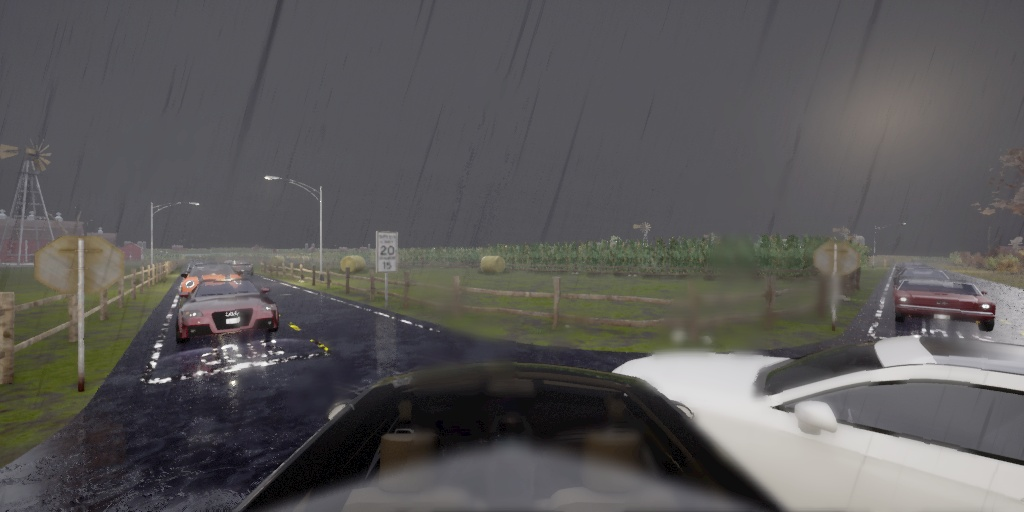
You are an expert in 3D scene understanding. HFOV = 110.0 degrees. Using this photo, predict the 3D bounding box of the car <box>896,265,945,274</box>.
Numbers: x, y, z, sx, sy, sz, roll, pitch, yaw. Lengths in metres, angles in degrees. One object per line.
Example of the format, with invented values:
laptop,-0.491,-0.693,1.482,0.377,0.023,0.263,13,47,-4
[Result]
car,20.611,1.358,17.970,5.357,1.411,2.033,0,1,-43

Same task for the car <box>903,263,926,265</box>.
car,27.371,1.394,24.218,4.181,1.385,1.994,0,1,-43

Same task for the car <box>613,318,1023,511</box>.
car,2.840,1.294,2.360,1.812,1.442,4.674,0,1,-44

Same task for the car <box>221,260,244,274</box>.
car,-33.664,1.296,43.151,1.837,1.490,4.892,0,0,-41

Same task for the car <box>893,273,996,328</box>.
car,13.528,1.395,11.413,4.718,1.301,1.895,0,1,-43

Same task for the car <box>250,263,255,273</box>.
car,-26.950,1.276,35.687,2.128,1.511,4.902,0,0,-41

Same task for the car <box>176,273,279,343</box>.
car,-7.932,1.353,9.957,1.994,1.385,4.181,0,0,-42

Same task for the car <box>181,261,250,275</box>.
car,-13.702,1.137,16.446,2.097,1.767,4.553,0,0,-42
